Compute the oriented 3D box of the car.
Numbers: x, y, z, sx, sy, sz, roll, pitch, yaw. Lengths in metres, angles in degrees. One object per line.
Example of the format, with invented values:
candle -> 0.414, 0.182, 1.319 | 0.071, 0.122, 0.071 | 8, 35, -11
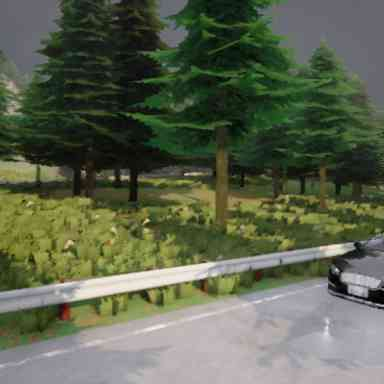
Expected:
car -> 5.063, 1.586, 7.549 | 4.902, 1.511, 2.128 | 1, 0, -35
